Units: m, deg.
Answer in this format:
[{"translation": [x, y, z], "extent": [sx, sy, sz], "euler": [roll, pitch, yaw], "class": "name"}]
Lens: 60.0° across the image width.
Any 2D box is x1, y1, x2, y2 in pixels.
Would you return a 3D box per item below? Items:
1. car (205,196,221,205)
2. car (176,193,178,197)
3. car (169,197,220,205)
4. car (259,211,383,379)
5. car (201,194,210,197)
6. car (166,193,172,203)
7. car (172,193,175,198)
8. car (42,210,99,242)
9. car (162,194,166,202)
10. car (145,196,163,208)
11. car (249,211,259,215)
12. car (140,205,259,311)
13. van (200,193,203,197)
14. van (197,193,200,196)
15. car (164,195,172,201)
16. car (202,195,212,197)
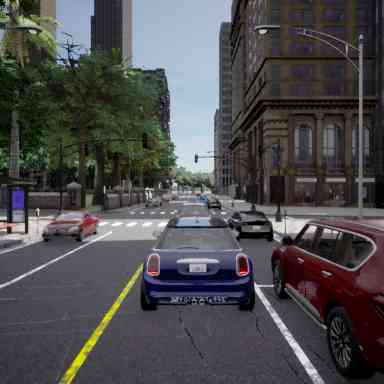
[{"translation": [2.764, 1.548, 42.726], "extent": [1.947, 1.339, 4.313], "euler": [0, 0, 0], "class": "car"}, {"translation": [-5.756, 1.240, 91.530], "extent": [2.192, 1.841, 5.009], "euler": [0, 0, 0], "class": "car"}, {"translation": [0.102, 1.348, 17.473], "extent": [2.097, 1.767, 4.553], "euler": [0, 0, 0], "class": "car"}, {"translation": [2.759, 1.314, 5.439], "extent": [2.192, 1.841, 5.009], "euler": [0, 0, 0], "class": "car"}, {"translation": [2.765, 1.499, 53.737], "extent": [1.752, 1.417, 4.829], "euler": [0, 0, 0], "class": "car"}, {"translation": [-5.758, 1.397, 69.849], "extent": [1.967, 1.590, 4.097], "euler": [0, 0, 0], "class": "car"}, {"translation": [-5.758, 1.264, 75.269], "extent": [2.192, 1.841, 5.009], "euler": [0, 0, 0], "class": "car"}, {"translation": [-5.764, 1.578, 16.308], "extent": [1.802, 1.307, 4.206], "euler": [0, 0, 0], "class": "car"}, {"translation": [-5.760, 1.414, 53.587], "extent": [1.967, 1.590, 4.097], "euler": [0, 0, 0], "class": "car"}, {"translation": [-5.761, 1.529, 48.168], "extent": [2.008, 1.369, 4.403], "euler": [0, 0, 0], "class": "car"}, {"translation": [2.761, 1.562, 16.290], "extent": [1.947, 1.339, 4.313], "euler": [0, 0, 0], "class": "car"}, {"translation": [0.104, 1.351, 7.939], "extent": [2.097, 1.767, 4.553], "euler": [0, 0, 0], "class": "car"}, {"translation": [2.765, 1.310, 58.987], "extent": [1.690, 1.788, 3.998], "euler": [0, 0, 0], "class": "van"}, {"translation": [2.768, 1.283, 80.669], "extent": [1.690, 1.788, 3.998], "euler": [0, 0, 0], "class": "van"}, {"translation": [-5.757, 1.467, 80.520], "extent": [1.752, 1.417, 4.829], "euler": [0, 0, 0], "class": "car"}, {"translation": [2.765, 1.544, 48.147], "extent": [1.947, 1.339, 4.313], "euler": [0, 0, 0], "class": "car"}]
